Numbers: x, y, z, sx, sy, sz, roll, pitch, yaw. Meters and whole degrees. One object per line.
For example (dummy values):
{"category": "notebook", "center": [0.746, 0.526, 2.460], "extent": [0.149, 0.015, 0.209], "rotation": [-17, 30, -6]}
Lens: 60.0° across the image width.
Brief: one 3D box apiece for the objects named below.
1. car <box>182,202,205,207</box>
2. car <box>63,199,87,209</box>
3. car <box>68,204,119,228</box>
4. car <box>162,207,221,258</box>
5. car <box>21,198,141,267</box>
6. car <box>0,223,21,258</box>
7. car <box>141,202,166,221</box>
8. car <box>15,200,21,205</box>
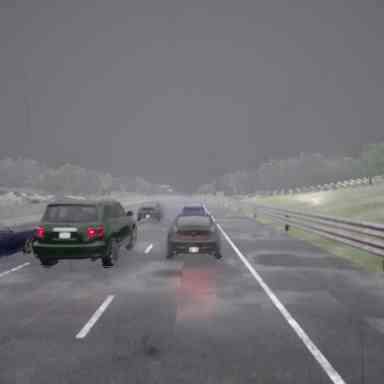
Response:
{"category": "car", "center": [0.146, 1.576, 29.394], "extent": [1.882, 1.535, 5.008], "rotation": [0, 0, 1]}
{"category": "car", "center": [-17.420, 1.767, 49.634], "extent": [1.895, 1.301, 4.718], "rotation": [0, 0, 1]}
{"category": "car", "center": [-6.912, 1.629, 24.034], "extent": [2.033, 1.411, 5.357], "rotation": [0, 0, 1]}
{"category": "car", "center": [0.082, 1.551, 12.892], "extent": [1.837, 1.490, 4.892], "rotation": [0, 0, 0]}
{"category": "car", "center": [-3.428, 1.264, 11.712], "extent": [2.150, 2.045, 5.566], "rotation": [0, 0, 1]}
{"category": "car", "center": [-6.917, 1.638, 10.916], "extent": [1.895, 1.301, 4.718], "rotation": [0, 0, -2]}
{"category": "car", "center": [-3.367, 1.601, 27.941], "extent": [1.837, 1.490, 4.892], "rotation": [0, 0, 1]}
{"category": "car", "center": [-24.415, 1.658, 49.501], "extent": [2.128, 1.511, 4.902], "rotation": [0, 0, 1]}
